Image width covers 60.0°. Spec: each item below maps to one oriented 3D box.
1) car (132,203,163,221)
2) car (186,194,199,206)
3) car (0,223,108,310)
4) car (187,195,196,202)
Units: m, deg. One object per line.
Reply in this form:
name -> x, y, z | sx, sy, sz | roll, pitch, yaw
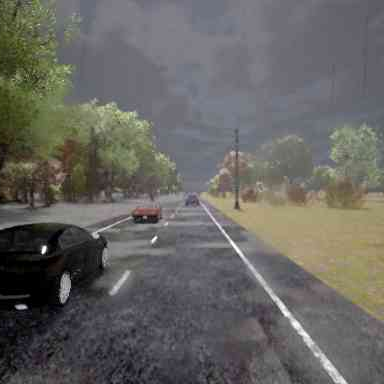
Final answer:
car -> -3.410, 1.539, 26.323 | 1.895, 1.301, 4.718 | 0, 0, 0
car -> 0.082, 1.229, 53.769 | 2.097, 1.767, 4.553 | 0, 0, 0
car -> -3.405, 1.459, 7.880 | 1.882, 1.535, 5.008 | 0, 0, 0
car -> -0.022, 1.339, 71.366 | 1.837, 1.490, 4.892 | 0, 0, 0
